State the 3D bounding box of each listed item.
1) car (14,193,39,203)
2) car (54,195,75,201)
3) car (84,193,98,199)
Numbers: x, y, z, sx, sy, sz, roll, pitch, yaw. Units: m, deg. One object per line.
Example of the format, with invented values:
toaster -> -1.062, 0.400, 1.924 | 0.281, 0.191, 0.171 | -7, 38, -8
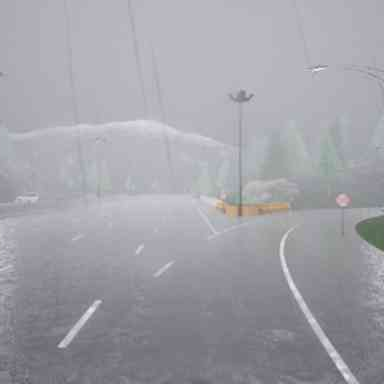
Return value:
car -> -29.206, 1.217, 58.986 | 2.150, 2.045, 5.566 | 0, 0, -1
car -> -22.220, 1.621, 59.375 | 1.895, 1.301, 4.718 | 0, 0, -1
car -> -22.510, 1.270, 75.104 | 2.150, 2.045, 5.566 | 0, 0, -1
